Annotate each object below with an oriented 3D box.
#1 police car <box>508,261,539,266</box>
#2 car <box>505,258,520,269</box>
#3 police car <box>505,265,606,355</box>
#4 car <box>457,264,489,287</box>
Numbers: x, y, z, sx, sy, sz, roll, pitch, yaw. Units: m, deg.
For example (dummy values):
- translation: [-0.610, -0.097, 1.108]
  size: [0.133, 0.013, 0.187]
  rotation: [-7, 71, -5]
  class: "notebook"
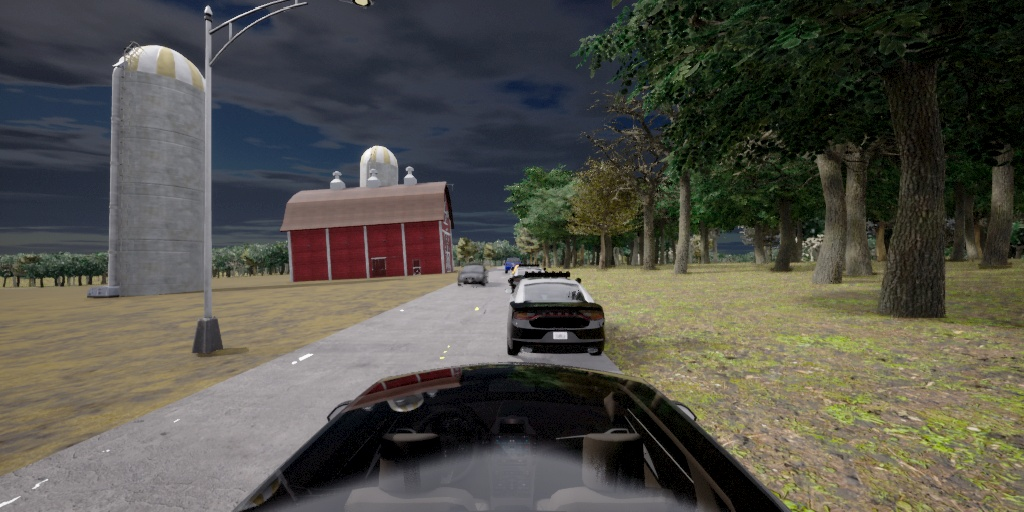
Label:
- translation: [0.888, 1.231, 18.832]
  size: [1.930, 1.638, 5.238]
  rotation: [0, 0, 0]
  class: "police car"
- translation: [0.207, 1.265, 47.309]
  size: [2.150, 2.045, 5.566]
  rotation: [0, 0, 0]
  class: "car"
- translation: [0.851, 1.187, 8.828]
  size: [1.930, 1.638, 5.238]
  rotation: [0, 0, 0]
  class: "police car"
- translation: [-2.663, 1.356, 25.329]
  size: [1.837, 1.490, 4.892]
  rotation: [0, 0, 0]
  class: "car"
